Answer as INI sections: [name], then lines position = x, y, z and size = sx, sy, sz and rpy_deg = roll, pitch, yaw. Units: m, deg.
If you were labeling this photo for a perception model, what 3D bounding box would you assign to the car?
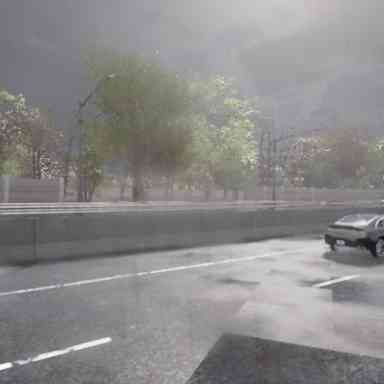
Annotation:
[car]
position = 7.351, 1.634, 13.380
size = 4.902, 1.511, 2.128
rpy_deg = 1, 0, -35
